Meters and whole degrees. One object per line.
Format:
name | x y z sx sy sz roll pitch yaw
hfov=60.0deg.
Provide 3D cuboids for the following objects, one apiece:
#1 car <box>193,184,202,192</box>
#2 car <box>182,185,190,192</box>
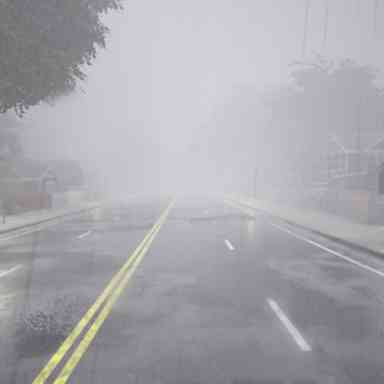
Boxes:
car | 1.662 -0.780 86.513 1.895 1.301 4.718 -1 2 -1
car | -1.587 -0.734 86.453 1.895 1.301 4.718 -1 2 -1
